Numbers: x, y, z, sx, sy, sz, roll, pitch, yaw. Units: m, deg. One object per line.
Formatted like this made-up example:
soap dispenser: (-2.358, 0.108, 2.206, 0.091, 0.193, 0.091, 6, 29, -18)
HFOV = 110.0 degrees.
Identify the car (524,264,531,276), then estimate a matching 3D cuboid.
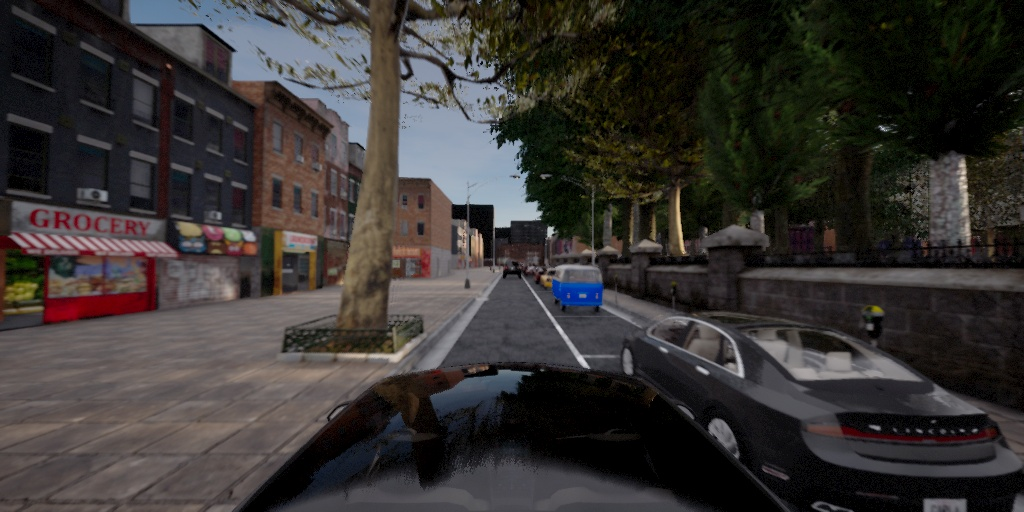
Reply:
car: (2.649, 2.053, 47.955, 1.802, 1.307, 4.207, 0, 0, 0)

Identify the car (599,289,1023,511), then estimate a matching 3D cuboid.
car: (2.639, 1.340, 4.365, 2.007, 1.370, 4.403, 0, 0, 0)

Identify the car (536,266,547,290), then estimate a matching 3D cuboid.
car: (3.031, 1.569, 25.742, 1.801, 1.575, 5.366, 0, -1, 0)

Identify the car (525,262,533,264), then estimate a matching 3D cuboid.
car: (2.650, 1.878, 53.403, 2.192, 1.841, 5.009, 0, 0, 0)

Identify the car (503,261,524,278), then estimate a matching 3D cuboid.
car: (0.049, 1.622, 44.119, 2.150, 2.045, 5.566, 0, -1, 1)

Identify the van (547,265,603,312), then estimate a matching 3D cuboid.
van: (2.642, 1.293, 15.263, 1.690, 1.789, 3.998, 0, 0, 0)

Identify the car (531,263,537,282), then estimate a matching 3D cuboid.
car: (3.022, 1.697, 32.551, 1.882, 1.535, 5.008, 0, -1, 0)
